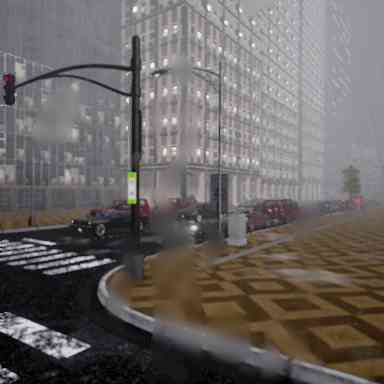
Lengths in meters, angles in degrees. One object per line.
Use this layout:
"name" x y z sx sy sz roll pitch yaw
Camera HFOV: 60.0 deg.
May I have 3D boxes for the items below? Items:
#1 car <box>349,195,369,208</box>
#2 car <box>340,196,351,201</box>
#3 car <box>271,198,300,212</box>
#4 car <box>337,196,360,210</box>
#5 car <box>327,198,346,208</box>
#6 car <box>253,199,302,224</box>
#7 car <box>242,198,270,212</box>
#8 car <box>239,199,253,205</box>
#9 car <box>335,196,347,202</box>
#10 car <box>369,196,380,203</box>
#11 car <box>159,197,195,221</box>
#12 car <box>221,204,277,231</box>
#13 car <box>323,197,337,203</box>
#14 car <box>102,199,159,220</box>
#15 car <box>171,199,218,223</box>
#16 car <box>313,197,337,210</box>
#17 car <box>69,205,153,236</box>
"car" 25.915 1.428 52.528 2.150 2.045 5.566 1 0 35
"car" 40.030 1.735 86.756 1.947 1.339 4.313 0 0 35
"car" 12.196 1.627 43.195 2.128 1.511 4.902 1 0 36
"car" 21.878 1.718 46.771 1.812 1.442 4.674 1 0 35
"car" 23.599 1.741 54.248 1.994 1.385 4.181 1 0 35
"car" 7.192 1.474 26.646 2.192 1.841 5.009 0 0 35
"car" 8.166 1.551 41.971 1.967 1.590 4.097 0 0 35
"car" 6.233 1.615 34.866 2.128 1.511 4.902 1 0 35
"car" 36.721 1.690 82.093 1.752 1.417 4.829 0 0 35
"car" 40.035 1.662 73.147 1.967 1.590 4.097 0 0 35
"car" -1.360 1.405 28.660 2.192 1.841 5.009 0 0 35
"car" 3.696 1.733 21.723 1.802 1.307 4.206 0 0 35
"car" 30.398 1.736 73.185 1.802 1.307 4.206 0 0 35
"car" -5.024 1.397 23.496 2.192 1.841 5.009 0 0 35
"car" 0.758 1.589 27.161 1.882 1.535 5.008 1 0 35
"car" 18.738 1.731 47.402 1.994 1.385 4.181 1 0 36
"car" -4.696 1.699 19.447 1.895 1.301 4.718 1 0 35
